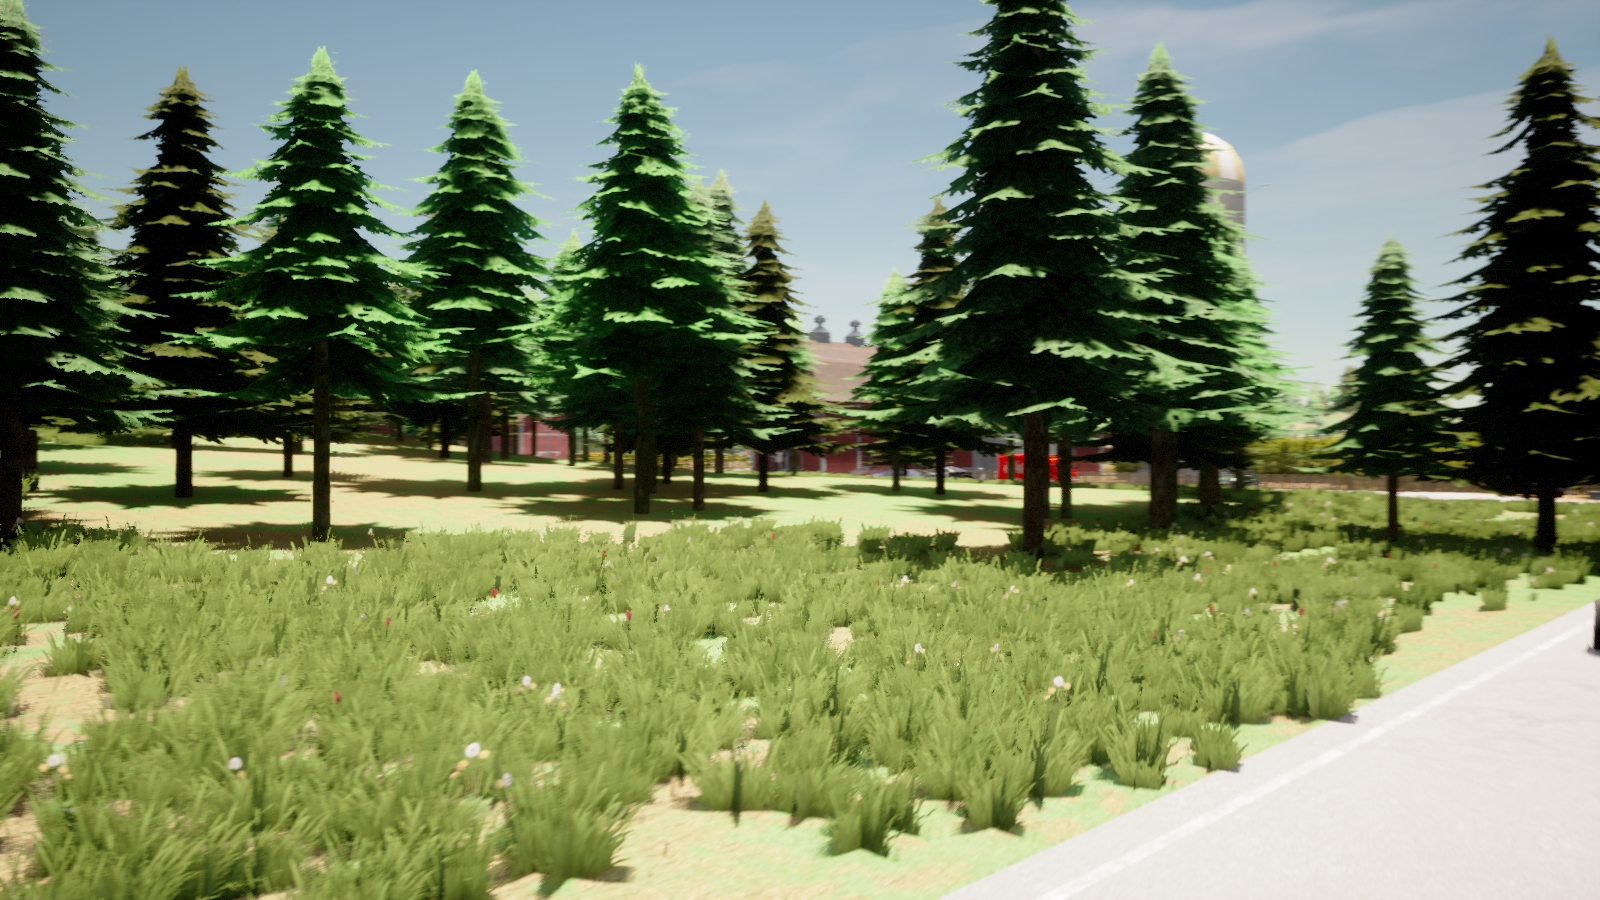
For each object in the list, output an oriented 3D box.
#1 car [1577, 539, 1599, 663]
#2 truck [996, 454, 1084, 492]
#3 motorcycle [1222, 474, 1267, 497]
[{"bbox_3d":[12.881,2.047,16.365,2.038,1.542,4.974,0,0,45],"label":"car"},{"bbox_3d":[16.101,1.513,76.885,2.627,2.467,5.204,0,0,-45],"label":"truck"},{"bbox_3d":[26.020,2.092,66.897,0.764,1.277,2.356,0,0,-45],"label":"motorcycle"}]
